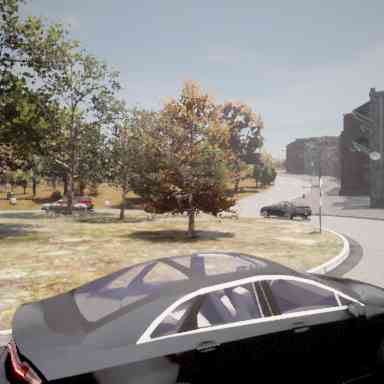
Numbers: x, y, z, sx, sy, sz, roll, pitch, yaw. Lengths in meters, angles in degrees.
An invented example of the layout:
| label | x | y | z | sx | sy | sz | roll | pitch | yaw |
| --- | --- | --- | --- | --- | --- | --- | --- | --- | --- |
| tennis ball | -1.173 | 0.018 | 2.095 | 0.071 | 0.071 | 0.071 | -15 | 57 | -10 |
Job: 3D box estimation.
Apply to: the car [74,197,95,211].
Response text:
| label | x | y | z | sx | sy | sz | roll | pitch | yaw |
| --- | --- | --- | --- | --- | --- | --- | --- | --- | --- |
| car | -14.062 | 1.336 | 39.947 | 4.553 | 1.767 | 2.097 | 0 | 0 | -17 |

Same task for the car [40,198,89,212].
| label | x | y | z | sx | sy | sz | roll | pitch | yaw |
| --- | --- | --- | --- | --- | --- | --- | --- | --- | --- |
| car | -14.054 | 1.577 | 36.493 | 4.718 | 1.301 | 1.895 | 1 | 0 | -19 |

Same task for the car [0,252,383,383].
| label | x | y | z | sx | sy | sz | roll | pitch | yaw |
| --- | --- | --- | --- | --- | --- | --- | --- | --- | --- |
| car | 0.576 | 1.489 | 3.836 | 4.902 | 1.511 | 2.128 | 0 | 0 | -26 |

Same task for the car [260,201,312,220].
| label | x | y | z | sx | sy | sz | roll | pitch | yaw |
| --- | --- | --- | --- | --- | --- | --- | --- | --- | --- |
| car | 7.795 | 1.508 | 28.075 | 2.128 | 1.511 | 4.902 | 0 | 0 | -27 |
